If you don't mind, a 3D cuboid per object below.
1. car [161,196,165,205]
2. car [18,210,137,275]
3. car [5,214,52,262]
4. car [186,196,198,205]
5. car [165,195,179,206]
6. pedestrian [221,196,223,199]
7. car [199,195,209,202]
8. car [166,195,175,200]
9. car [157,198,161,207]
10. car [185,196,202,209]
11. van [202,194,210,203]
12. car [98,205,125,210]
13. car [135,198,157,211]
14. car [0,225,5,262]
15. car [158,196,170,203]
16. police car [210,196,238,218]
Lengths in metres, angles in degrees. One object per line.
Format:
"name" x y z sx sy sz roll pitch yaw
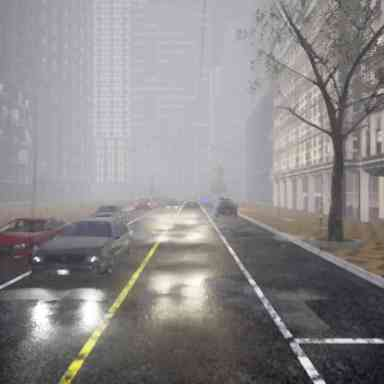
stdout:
"car" -5.692 1.526 51.313 1.947 1.339 4.313 1 0 0
"car" -3.100 1.540 10.664 2.033 1.411 5.357 0 0 0
"car" -5.684 1.537 11.814 1.887 1.381 4.507 1 0 0
"car" -0.009 1.517 59.021 1.994 1.385 4.181 0 0 0
"car" -3.080 1.522 52.703 1.994 1.385 4.181 0 0 0
"pedestrian" 2.994 1.269 33.488 0.375 1.860 0.375 1 -1 0
"car" 2.687 1.378 73.876 1.967 1.590 4.097 1 0 0
"car" -5.827 1.470 90.810 2.008 1.369 4.403 1 0 0
"car" -5.690 1.547 45.670 1.802 1.307 4.206 1 0 0
"car" 0.007 1.529 45.350 1.994 1.385 4.181 0 0 1
"van" 2.690 1.291 62.593 1.690 1.788 3.998 1 0 0
"car" -5.687 1.550 23.099 1.947 1.339 4.313 1 0 0
"car" -5.688 1.410 40.027 1.967 1.590 4.097 1 0 0
"car" -5.684 1.521 6.001 1.752 1.417 4.829 1 0 0
"car" -5.694 1.510 68.241 1.947 1.339 4.313 1 0 0
"police car" 2.995 1.404 30.471 1.930 1.638 5.238 0 0 0
